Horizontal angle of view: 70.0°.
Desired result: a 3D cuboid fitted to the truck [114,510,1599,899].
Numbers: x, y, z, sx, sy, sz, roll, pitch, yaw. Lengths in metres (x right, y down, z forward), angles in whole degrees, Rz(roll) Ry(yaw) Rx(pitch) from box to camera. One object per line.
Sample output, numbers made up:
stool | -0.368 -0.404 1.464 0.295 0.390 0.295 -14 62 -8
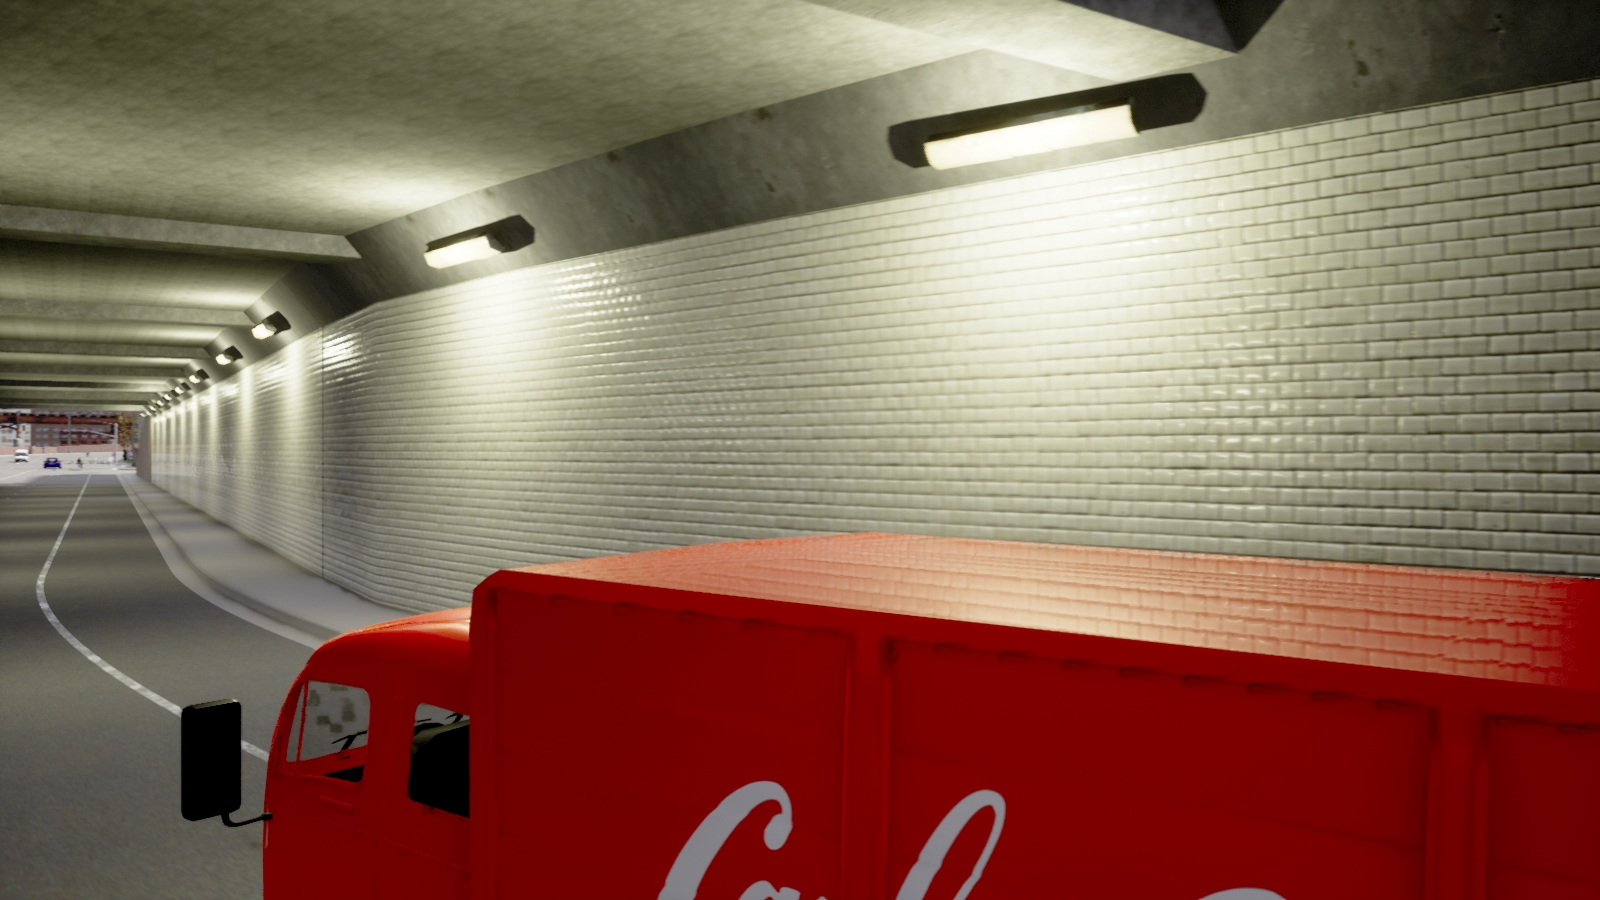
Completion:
truck | 0.266 1.570 3.753 5.204 2.467 2.627 0 0 38
